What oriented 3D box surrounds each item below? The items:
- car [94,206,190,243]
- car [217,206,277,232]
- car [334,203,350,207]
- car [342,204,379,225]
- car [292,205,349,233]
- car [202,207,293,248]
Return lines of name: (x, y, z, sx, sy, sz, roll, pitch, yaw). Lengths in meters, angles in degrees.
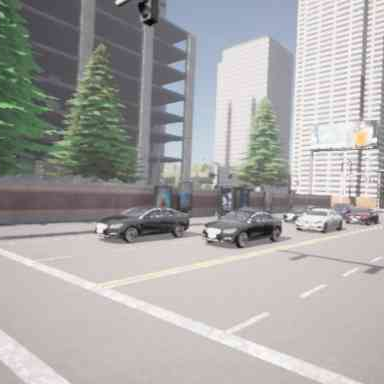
car: (-2.171, 1.405, 15.590, 2.128, 1.511, 4.902, 3, 0, 42)
car: (3.770, 1.708, 22.227, 1.994, 1.385, 4.181, 2, 0, 41)
car: (16.313, 1.981, 36.150, 2.097, 1.767, 4.553, 3, 0, 42)
car: (15.356, 2.131, 29.880, 1.812, 1.442, 4.674, 3, 0, 42)
car: (8.677, 1.872, 22.431, 1.812, 1.442, 4.674, 3, 0, 42)
car: (2.474, 1.598, 15.531, 2.128, 1.511, 4.902, 3, 0, 42)
